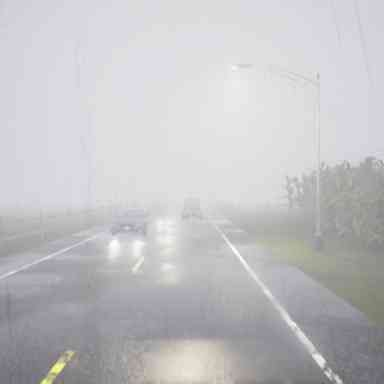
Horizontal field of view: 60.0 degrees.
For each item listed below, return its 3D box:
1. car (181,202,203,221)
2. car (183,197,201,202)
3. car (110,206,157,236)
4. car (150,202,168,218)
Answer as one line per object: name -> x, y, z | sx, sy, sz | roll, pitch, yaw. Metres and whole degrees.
car -> 0.003, 1.909, 30.530 | 1.895, 1.301, 4.718 | 0, -1, 0
car -> 0.036, 1.658, 44.781 | 2.150, 2.045, 5.566 | 0, 0, 1
car -> -3.504, 1.782, 19.893 | 1.994, 1.385, 4.181 | 0, -1, 0
car -> -3.505, 1.832, 34.108 | 2.128, 1.511, 4.902 | 0, -1, 0
